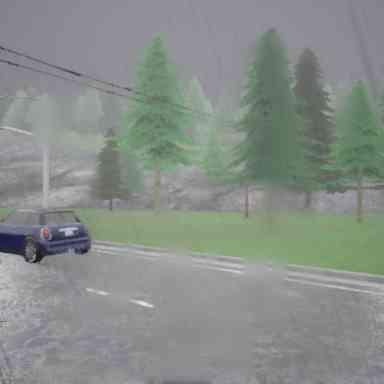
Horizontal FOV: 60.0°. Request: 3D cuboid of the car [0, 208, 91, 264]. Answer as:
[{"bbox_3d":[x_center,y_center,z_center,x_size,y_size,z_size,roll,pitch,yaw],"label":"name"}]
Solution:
[{"bbox_3d":[-5.838,1.381,12.147,4.553,1.767,2.097,0,0,33],"label":"car"}]
